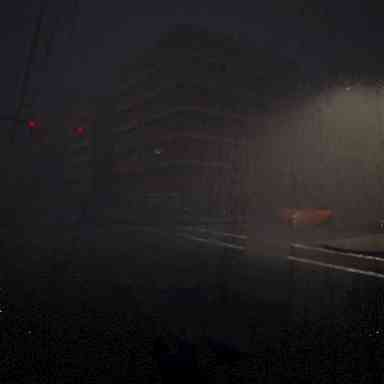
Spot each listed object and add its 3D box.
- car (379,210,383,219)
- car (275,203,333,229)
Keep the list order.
[{"bbox_3d":[20.604,1.938,32.804,5.357,1.411,2.033,1,0,-35],"label":"car"},{"bbox_3d":[8.101,1.575,23.894,4.553,1.767,2.097,1,0,-35],"label":"car"}]
